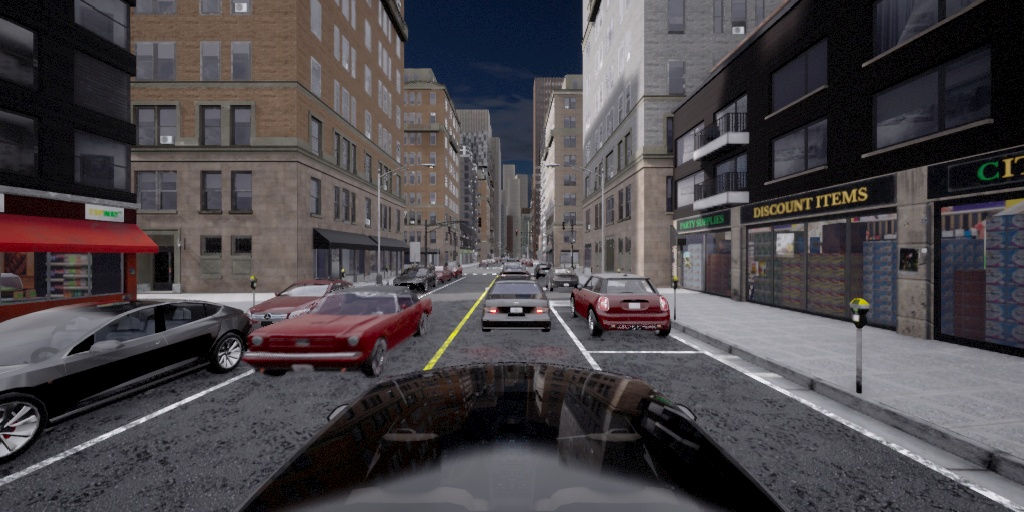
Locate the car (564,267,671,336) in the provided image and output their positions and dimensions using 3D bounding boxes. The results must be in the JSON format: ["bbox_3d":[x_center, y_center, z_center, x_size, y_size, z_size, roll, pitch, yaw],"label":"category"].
[{"bbox_3d":[2.878,1.189,10.337,1.967,1.591,4.097,0,0,0],"label":"car"}]

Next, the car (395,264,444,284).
[{"bbox_3d":[-5.618,1.316,21.363,1.948,1.339,4.313,0,0,0],"label":"car"}]

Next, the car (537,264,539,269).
[{"bbox_3d":[2.937,1.318,32.342,1.948,1.339,4.313,0,0,0],"label":"car"}]

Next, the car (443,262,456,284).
[{"bbox_3d":[-5.604,1.333,26.864,1.802,1.307,4.207,0,0,0],"label":"car"}]

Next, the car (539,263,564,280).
[{"bbox_3d":[2.907,1.301,21.340,2.007,1.370,4.403,0,0,0],"label":"car"}]

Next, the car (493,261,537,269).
[{"bbox_3d":[0.149,1.242,21.334,2.128,1.511,4.902,0,0,0],"label":"car"}]

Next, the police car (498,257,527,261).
[{"bbox_3d":[0.076,1.177,31.353,1.930,1.638,5.238,0,0,0],"label":"police car"}]

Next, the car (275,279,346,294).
[{"bbox_3d":[-5.648,1.331,10.361,1.802,1.307,4.207,0,0,0],"label":"car"}]

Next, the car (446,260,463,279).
[{"bbox_3d":[-5.588,1.192,32.366,1.967,1.591,4.097,0,0,0],"label":"car"}]

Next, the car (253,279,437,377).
[{"bbox_3d":[-3.088,1.350,7.505,1.895,1.301,4.718,0,0,0],"label":"car"}]

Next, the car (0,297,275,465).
[{"bbox_3d":[-5.663,1.315,4.859,1.948,1.339,4.313,0,0,0],"label":"car"}]

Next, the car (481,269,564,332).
[{"bbox_3d":[0.119,1.297,10.811,2.033,1.411,5.357,0,0,0],"label":"car"}]
